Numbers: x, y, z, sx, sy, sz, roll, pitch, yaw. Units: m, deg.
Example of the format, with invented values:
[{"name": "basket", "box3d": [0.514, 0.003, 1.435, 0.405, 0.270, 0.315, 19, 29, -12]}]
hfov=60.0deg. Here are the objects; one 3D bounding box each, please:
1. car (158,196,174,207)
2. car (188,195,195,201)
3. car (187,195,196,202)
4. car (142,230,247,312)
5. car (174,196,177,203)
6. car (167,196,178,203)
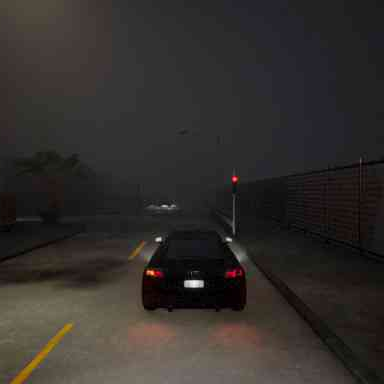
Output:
[{"name": "car", "box3d": [-4.224, 1.478, 51.816, 1.882, 1.535, 5.008, 0, 0, 0]}, {"name": "car", "box3d": [-0.220, 1.524, 85.755, 1.812, 1.442, 4.674, 0, 0, 0]}, {"name": "car", "box3d": [-0.192, 1.524, 75.515, 1.812, 1.442, 4.674, 0, 0, 0]}, {"name": "car", "box3d": [0.044, 1.564, 7.785, 1.994, 1.385, 4.181, 0, 0, 0]}, {"name": "car", "box3d": [-4.220, 1.492, 61.081, 2.128, 1.511, 4.902, 0, 0, 0]}, {"name": "car", "box3d": [-4.182, 1.540, 71.390, 2.033, 1.411, 5.357, 0, 0, 0]}]
